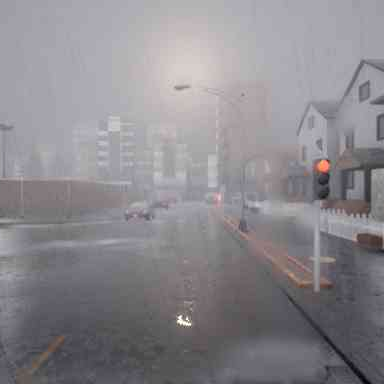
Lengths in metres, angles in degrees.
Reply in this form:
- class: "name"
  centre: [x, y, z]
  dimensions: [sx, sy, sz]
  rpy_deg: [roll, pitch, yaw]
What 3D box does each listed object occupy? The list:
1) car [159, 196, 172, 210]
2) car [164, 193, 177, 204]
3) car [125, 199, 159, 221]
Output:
- class: "car"
  centre: [-4.055, 1.546, 43.088]
  dimensions: [1.994, 1.385, 4.181]
  rpy_deg: [0, 0, 0]
- class: "car"
  centre: [-3.943, 1.191, 62.772]
  dimensions: [2.150, 2.045, 5.566]
  rpy_deg: [0, 0, 0]
- class: "car"
  centre: [-4.172, 1.514, 27.268]
  dimensions: [1.812, 1.442, 4.674]
  rpy_deg: [0, 0, 2]
